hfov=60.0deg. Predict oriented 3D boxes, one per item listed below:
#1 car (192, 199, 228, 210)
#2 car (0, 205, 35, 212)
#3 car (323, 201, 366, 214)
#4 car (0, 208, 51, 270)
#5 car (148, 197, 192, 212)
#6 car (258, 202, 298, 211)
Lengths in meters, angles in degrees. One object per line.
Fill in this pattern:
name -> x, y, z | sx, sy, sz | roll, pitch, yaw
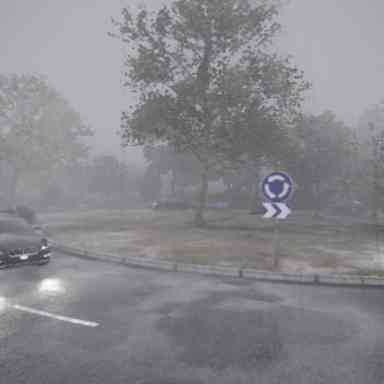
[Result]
car -> 2.073, 1.635, 44.654 | 5.357, 1.411, 2.033 | 1, 0, -9
car -> -11.864, 1.513, 21.744 | 1.994, 1.385, 4.181 | 1, 0, -4
car -> 18.633, 1.839, 40.812 | 4.892, 1.490, 1.837 | -2, 0, 38
car -> -6.140, 1.477, 10.540 | 1.837, 1.490, 4.892 | 1, 0, -44
car -> -2.846, 1.359, 39.491 | 4.553, 1.767, 2.097 | 0, 0, -25
car -> 10.618, 1.843, 41.199 | 4.718, 1.301, 1.895 | 1, 0, 17
